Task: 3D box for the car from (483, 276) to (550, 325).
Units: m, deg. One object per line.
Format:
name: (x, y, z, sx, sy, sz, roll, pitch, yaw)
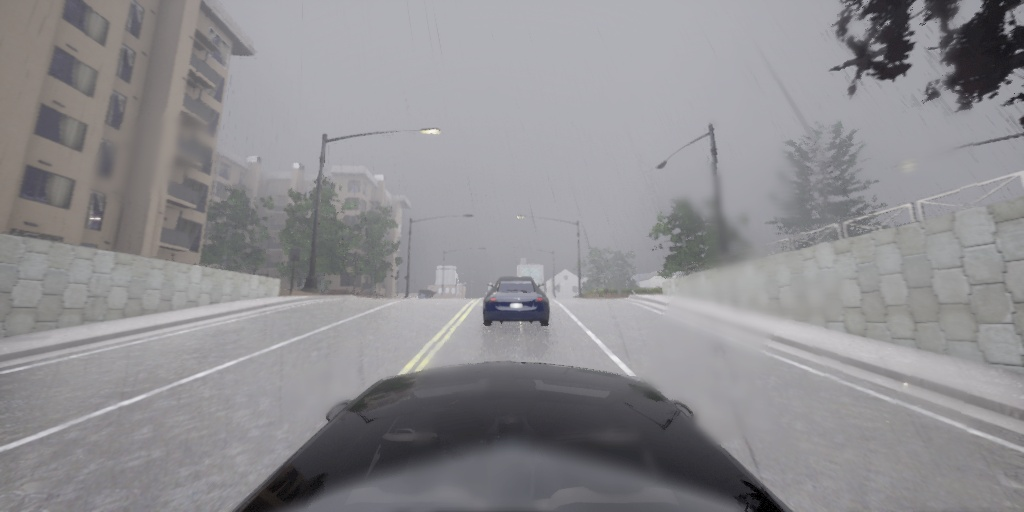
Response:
car: (0.126, 1.349, 11.918, 1.994, 1.385, 4.181, 0, 0, 0)
